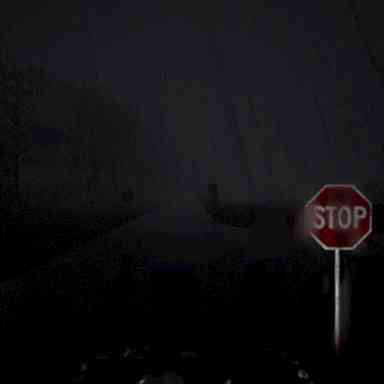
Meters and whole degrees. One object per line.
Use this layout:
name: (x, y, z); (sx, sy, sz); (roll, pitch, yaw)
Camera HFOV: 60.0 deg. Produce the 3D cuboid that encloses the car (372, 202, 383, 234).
car: (8.193, 1.320, 16.847); (4.553, 1.767, 2.097); (0, -1, 5)
